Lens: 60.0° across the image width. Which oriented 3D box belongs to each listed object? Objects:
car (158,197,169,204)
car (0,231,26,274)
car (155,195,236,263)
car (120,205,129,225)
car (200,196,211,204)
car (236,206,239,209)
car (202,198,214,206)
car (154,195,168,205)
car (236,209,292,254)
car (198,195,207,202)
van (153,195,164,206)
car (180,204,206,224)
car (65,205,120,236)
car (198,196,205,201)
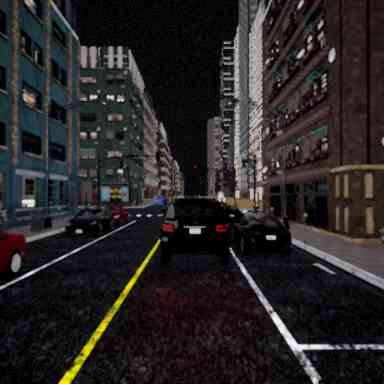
[{"bbox_3d":[-5.704,1.727,67.913,1.887,1.381,4.507,0,0,0],"label":"car"},{"bbox_3d":[-5.686,1.563,7.893,1.887,1.381,4.507,0,0,0],"label":"car"},{"bbox_3d":[0.093,1.246,12.173,2.150,2.045,5.566,0,-1,0],"label":"car"},{"bbox_3d":[-5.691,1.640,24.463,1.802,1.307,4.206,0,0,0],"label":"car"},{"bbox_3d":[2.678,1.623,67.915,1.967,1.590,4.097,0,0,0],"label":"car"},{"bbox_3d":[2.690,1.625,24.454,1.947,1.339,4.313,0,0,0],"label":"car"},{"bbox_3d":[2.680,1.731,56.859,1.802,1.307,4.206,0,0,0],"label":"car"},{"bbox_3d":[-5.701,1.481,62.386,2.192,1.841,5.009,0,0,0],"label":"car"},{"bbox_3d":[2.693,1.598,13.406,1.947,1.339,4.313,0,0,0],"label":"car"},{"bbox_3d":[2.672,1.676,84.497,1.967,1.590,4.097,0,0,0],"label":"car"},{"bbox_3d":[-5.699,1.490,56.858,1.690,1.788,3.998,0,0,0],"label":"van"},{"bbox_3d":[0.083,1.665,26.448,1.895,1.301,4.718,0,0,0],"label":"car"},{"bbox_3d":[-5.689,1.610,18.940,1.947,1.339,4.313,0,0,0],"label":"car"},{"bbox_3d":[2.668,1.826,95.552,2.008,1.369,4.403,0,0,0],"label":"car"}]
